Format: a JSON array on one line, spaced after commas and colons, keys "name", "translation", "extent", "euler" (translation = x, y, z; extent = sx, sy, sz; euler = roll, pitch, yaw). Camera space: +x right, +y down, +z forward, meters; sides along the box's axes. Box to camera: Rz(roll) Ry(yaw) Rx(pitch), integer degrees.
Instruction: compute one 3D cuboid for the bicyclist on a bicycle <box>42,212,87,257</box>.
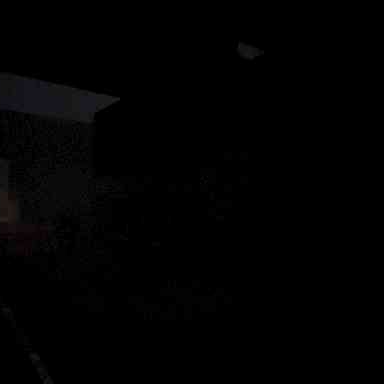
[{"name": "bicyclist on a bicycle", "translation": [-4.695, 1.581, 12.387], "extent": [1.656, 1.620, 0.582], "euler": [2, -2, -37]}]
